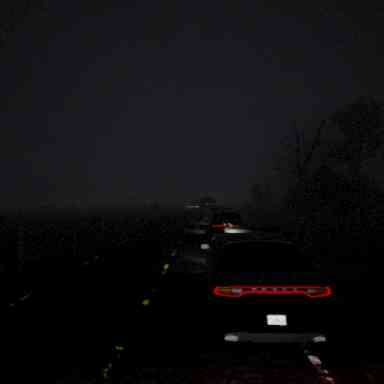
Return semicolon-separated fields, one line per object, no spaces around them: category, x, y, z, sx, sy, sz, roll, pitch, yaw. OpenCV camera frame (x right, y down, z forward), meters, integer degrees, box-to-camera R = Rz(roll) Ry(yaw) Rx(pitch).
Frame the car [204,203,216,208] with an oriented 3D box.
car;1.924;1.732;22.786;1.837;1.490;4.892;0;-1;3

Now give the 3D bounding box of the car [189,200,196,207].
car;0.479;2.370;70.718;1.994;1.385;4.181;0;-1;3

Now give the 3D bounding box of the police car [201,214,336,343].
police car;1.217;1.489;6.914;1.930;1.638;5.238;0;-1;3

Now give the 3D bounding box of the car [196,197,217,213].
car;2.108;1.695;44.710;2.150;2.045;5.566;0;-1;3

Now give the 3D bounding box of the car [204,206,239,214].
car;1.657;1.670;16.793;1.837;1.490;4.892;0;-1;3

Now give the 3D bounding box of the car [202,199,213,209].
car;2.722;2.123;59.292;1.882;1.535;5.008;0;-1;3
